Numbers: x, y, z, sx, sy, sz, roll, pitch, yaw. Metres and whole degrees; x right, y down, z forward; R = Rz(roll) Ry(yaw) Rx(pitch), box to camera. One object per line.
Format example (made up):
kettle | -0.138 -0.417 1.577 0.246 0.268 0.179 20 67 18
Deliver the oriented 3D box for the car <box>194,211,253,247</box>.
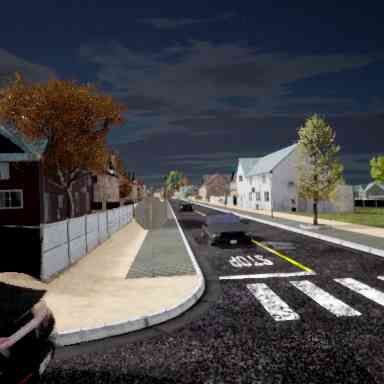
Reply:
car | 1.541 1.750 16.752 2.033 1.411 5.357 -2 0 -5

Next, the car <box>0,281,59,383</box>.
car | -3.892 1.500 3.143 4.902 1.511 2.128 0 0 -5

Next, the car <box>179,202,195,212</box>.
car | -0.774 2.037 45.782 1.994 1.385 4.181 -2 0 -4
